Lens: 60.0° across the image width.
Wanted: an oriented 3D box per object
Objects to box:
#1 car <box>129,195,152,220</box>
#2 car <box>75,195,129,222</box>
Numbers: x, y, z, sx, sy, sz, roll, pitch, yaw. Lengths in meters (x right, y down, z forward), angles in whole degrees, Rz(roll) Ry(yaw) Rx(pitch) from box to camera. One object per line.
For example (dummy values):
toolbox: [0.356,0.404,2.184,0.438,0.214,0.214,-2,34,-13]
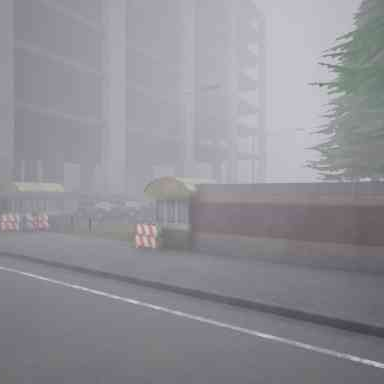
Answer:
car: [-5.170,1.168,26.882,3.866,1.878,1.905,0,0,35]
car: [-6.853,1.169,24.470,3.866,1.878,1.905,0,0,35]
